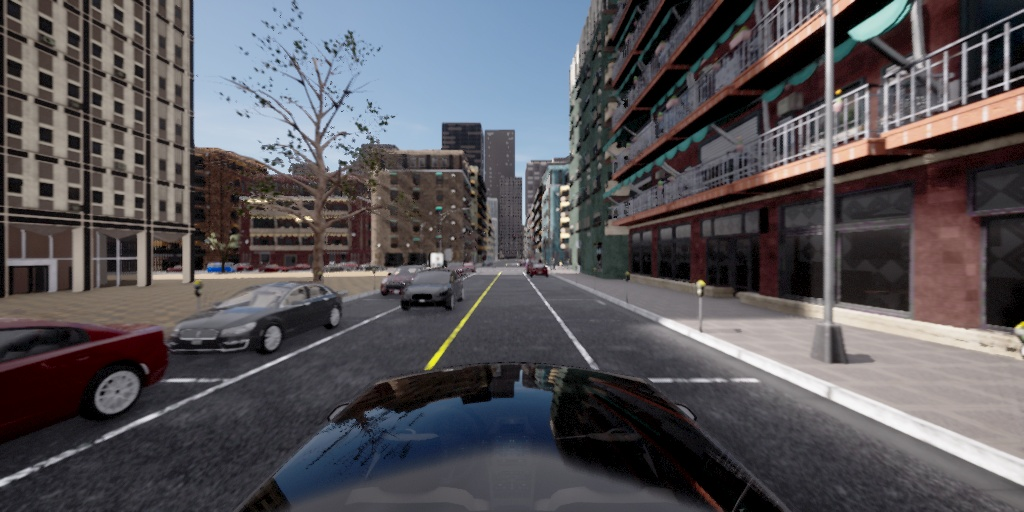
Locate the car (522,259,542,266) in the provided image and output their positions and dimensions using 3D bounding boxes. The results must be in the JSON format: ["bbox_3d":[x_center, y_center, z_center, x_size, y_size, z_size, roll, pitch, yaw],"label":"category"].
[{"bbox_3d":[2.687,1.219,41.825,2.192,1.841,5.009,0,0,0],"label":"car"}]

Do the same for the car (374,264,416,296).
[{"bbox_3d":[-5.693,1.255,19.716,1.967,1.591,4.097,0,0,0],"label":"car"}]

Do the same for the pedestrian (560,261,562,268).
[{"bbox_3d":[7.133,1.188,51.916,0.500,1.100,0.500,0,0,0],"label":"pedestrian"}]

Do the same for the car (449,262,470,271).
[{"bbox_3d":[-5.693,1.321,36.298,1.967,1.591,4.097,0,0,0],"label":"car"}]

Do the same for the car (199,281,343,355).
[{"bbox_3d":[-5.692,1.325,8.661,2.007,1.370,4.403,0,0,0],"label":"car"}]

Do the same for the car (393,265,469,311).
[{"bbox_3d":[-3.102,1.302,14.781,1.837,1.490,4.892,0,0,0],"label":"car"}]

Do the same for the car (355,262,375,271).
[{"bbox_3d":[-22.396,1.861,58.120,4.403,1.370,2.007,0,0,0],"label":"car"}]

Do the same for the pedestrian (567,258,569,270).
[{"bbox_3d":[8.133,1.115,52.515,0.375,1.860,0.375,0,0,0],"label":"pedestrian"}]

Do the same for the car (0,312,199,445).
[{"bbox_3d":[-5.692,1.300,3.133,1.888,1.381,4.507,0,0,0],"label":"car"}]

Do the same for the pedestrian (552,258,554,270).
[{"bbox_3d":[6.133,1.098,53.115,0.375,1.860,0.375,0,0,0],"label":"pedestrian"}]

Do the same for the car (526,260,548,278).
[{"bbox_3d":[2.688,1.426,36.297,1.888,1.381,4.507,0,0,0],"label":"car"}]

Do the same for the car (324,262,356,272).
[{"bbox_3d":[-27.965,1.943,58.079,4.403,1.370,2.007,0,0,0],"label":"car"}]

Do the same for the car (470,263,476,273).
[{"bbox_3d":[-5.694,1.509,47.354,1.802,1.307,4.207,0,0,0],"label":"car"}]
